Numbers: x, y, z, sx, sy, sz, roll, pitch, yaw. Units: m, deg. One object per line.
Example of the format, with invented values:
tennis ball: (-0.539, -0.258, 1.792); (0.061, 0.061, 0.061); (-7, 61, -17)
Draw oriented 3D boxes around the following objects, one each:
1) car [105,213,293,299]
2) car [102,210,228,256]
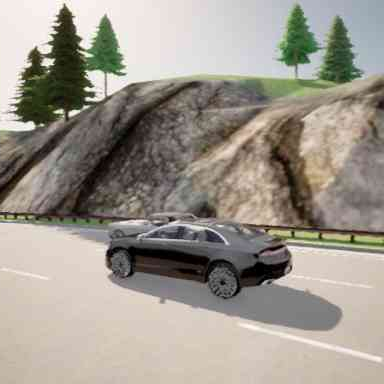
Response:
car: (-0.056, 1.413, 8.210); (4.902, 1.511, 2.128); (0, 0, 33)
car: (-1.148, 1.484, 13.148); (4.718, 1.301, 1.895); (0, 1, 32)
